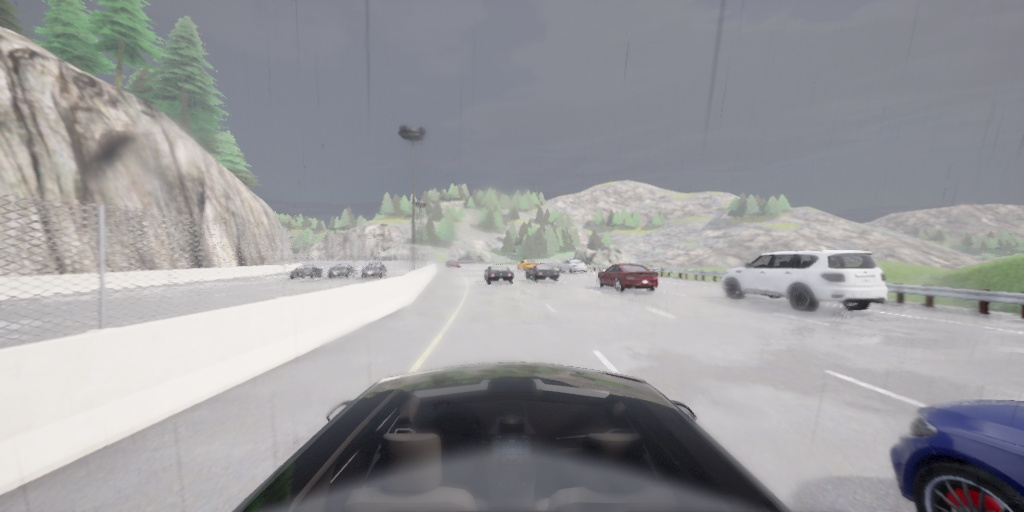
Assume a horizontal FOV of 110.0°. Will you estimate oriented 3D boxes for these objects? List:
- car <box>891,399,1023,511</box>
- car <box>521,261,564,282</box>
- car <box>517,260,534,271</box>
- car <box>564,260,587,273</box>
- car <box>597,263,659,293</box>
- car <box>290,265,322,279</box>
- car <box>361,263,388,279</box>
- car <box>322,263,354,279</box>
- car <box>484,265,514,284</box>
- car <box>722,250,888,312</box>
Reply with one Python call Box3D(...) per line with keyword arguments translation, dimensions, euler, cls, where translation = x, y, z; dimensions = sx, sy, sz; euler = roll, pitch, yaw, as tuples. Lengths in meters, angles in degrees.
Box3D(translation=(3.651, 1.227, 0.586), dimensions=(1.812, 1.442, 4.674), euler=(0, 0, 0), cls="car")
Box3D(translation=(2.285, 1.324, 28.294), dimensions=(1.895, 1.301, 4.718), euler=(-1, 0, -9), cls="car")
Box3D(translation=(2.025, 1.208, 47.156), dimensions=(1.882, 1.535, 5.008), euler=(0, 0, -14), cls="car")
Box3D(translation=(6.959, 1.189, 40.808), dimensions=(1.812, 1.442, 4.674), euler=(0, 0, -12), cls="car")
Box3D(translation=(6.389, 1.145, 20.382), dimensions=(1.882, 1.535, 5.008), euler=(0, 0, -6), cls="car")
Box3D(translation=(-20.945, 1.604, 36.694), dimensions=(1.994, 1.385, 4.181), euler=(-1, 0, -12), cls="car")
Box3D(translation=(-13.708, 1.432, 35.933), dimensions=(2.128, 1.511, 4.902), euler=(-1, 0, -10), cls="car")
Box3D(translation=(-17.447, 1.482, 37.007), dimensions=(2.128, 1.511, 4.902), euler=(-1, 0, -11), cls="car")
Box3D(translation=(-1.118, 1.370, 27.368), dimensions=(1.895, 1.301, 4.718), euler=(-1, 0, -9), cls="car")
Box3D(translation=(10.534, 0.832, 13.553), dimensions=(2.150, 2.045, 5.566), euler=(0, 0, -4), cls="car")
